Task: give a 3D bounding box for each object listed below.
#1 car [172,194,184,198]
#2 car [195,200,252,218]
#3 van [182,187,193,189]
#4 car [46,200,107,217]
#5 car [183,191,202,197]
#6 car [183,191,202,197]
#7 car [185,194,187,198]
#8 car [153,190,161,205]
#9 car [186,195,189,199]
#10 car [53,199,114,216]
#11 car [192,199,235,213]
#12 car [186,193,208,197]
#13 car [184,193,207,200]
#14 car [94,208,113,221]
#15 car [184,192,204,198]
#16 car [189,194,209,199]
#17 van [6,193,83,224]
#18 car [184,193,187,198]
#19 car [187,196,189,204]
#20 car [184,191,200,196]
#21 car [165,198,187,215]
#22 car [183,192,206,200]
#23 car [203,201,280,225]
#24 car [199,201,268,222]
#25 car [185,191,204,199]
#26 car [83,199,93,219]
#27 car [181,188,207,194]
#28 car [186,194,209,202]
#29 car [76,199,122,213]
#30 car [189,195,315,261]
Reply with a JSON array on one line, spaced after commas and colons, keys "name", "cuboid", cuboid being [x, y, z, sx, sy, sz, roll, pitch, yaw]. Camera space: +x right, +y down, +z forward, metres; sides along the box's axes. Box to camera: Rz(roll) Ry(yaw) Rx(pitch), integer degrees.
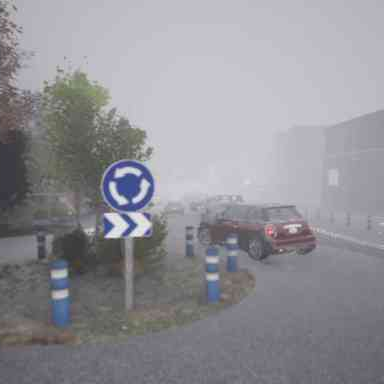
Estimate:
[{"name": "car", "cuboid": [-2.771, 1.512, 55.970, 1.812, 1.442, 4.674, 0, 1, -3]}, {"name": "car", "cuboid": [2.810, 1.521, 30.567, 5.008, 1.535, 2.097, 0, -1, -3]}, {"name": "van", "cuboid": [0.216, 0.449, 86.214, 4.442, 1.987, 1.878, 0, 2, -3]}, {"name": "car", "cuboid": [-10.288, 1.477, 29.922, 4.792, 1.488, 2.163, 0, -1, -3]}, {"name": "car", "cuboid": [0.090, 0.505, 91.785, 5.008, 1.535, 2.097, 0, 2, -3]}, {"name": "car", "cuboid": [0.202, 0.590, 89.005, 5.008, 1.535, 2.097, 0, 2, -3]}, {"name": "car", "cuboid": [1.562, 1.493, 58.414, 4.674, 1.452, 2.002, 0, 1, -3]}, {"name": "car", "cuboid": [-6.426, 1.151, 57.153, 2.150, 2.045, 5.566, 0, 1, -3]}, {"name": "car", "cuboid": [1.907, 1.598, 50.066, 4.792, 1.488, 2.163, 0, 1, -3]}, {"name": "car", "cuboid": [-10.569, 1.481, 32.705, 5.366, 1.575, 1.946, 0, -1, -3]}, {"name": "car", "cuboid": [2.461, 1.633, 38.922, 4.792, 1.488, 2.163, 0, 0, -3]}, {"name": "car", "cuboid": [1.782, 1.414, 52.849, 4.553, 1.767, 2.185, 0, 1, -3]}, {"name": "car", "cuboid": [0.829, 1.014, 75.109, 5.008, 1.535, 2.097, 0, 2, -3]}, {"name": "car", "cuboid": [-5.007, 1.359, 23.237, 2.128, 1.511, 4.902, 0, -1, -3]}, {"name": "car", "cuboid": [0.448, 0.762, 83.446, 4.892, 1.521, 2.231, 0, 2, -3]}, {"name": "car", "cuboid": [2.216, 1.478, 44.499, 4.553, 1.767, 2.185, 0, 0, -3]}, {"name": "van", "cuboid": [-9.759, 1.069, 21.573, 4.442, 1.987, 1.878, 1, -1, -3]}, {"name": "car", "cuboid": [1.447, 1.397, 61.200, 5.008, 1.535, 2.097, 0, 1, -3]}, {"name": "car", "cuboid": [2.089, 1.620, 47.284, 4.792, 1.488, 2.163, 0, 0, -3]}, {"name": "car", "cuboid": [-0.042, 0.459, 94.566, 4.674, 1.452, 2.002, 0, 2, -3]}, {"name": "car", "cuboid": [-1.828, 1.635, 34.817, 1.994, 1.385, 4.181, 0, -1, -3]}, {"name": "car", "cuboid": [0.515, 0.925, 77.880, 5.366, 1.575, 1.946, 0, 2, -3]}, {"name": "car", "cuboid": [3.206, 1.396, 22.228, 4.792, 1.488, 2.163, 0, -1, -3]}, {"name": "car", "cuboid": [3.023, 1.450, 25.006, 4.792, 1.488, 2.163, 0, -1, -3]}, {"name": "car", "cuboid": [0.615, 0.724, 80.540, 4.553, 1.767, 2.185, 0, 2, -3]}, {"name": "car", "cuboid": [-10.009, 1.384, 24.232, 4.674, 1.452, 2.002, 0, -1, -3]}, {"name": "car", "cuboid": [0.921, 0.847, 72.321, 5.566, 2.045, 2.435, 0, 2, -3]}, {"name": "car", "cuboid": [1.073, 1.222, 69.552, 4.674, 1.452, 2.002, 0, 2, -3]}, {"name": "car", "cuboid": [-10.598, 1.559, 38.160, 4.792, 1.488, 2.163, 0, 0, -3]}, {"name": "car", "cuboid": [2.009, 1.143, 11.794, 2.097, 1.767, 4.553, -2, 2, -28]}]
